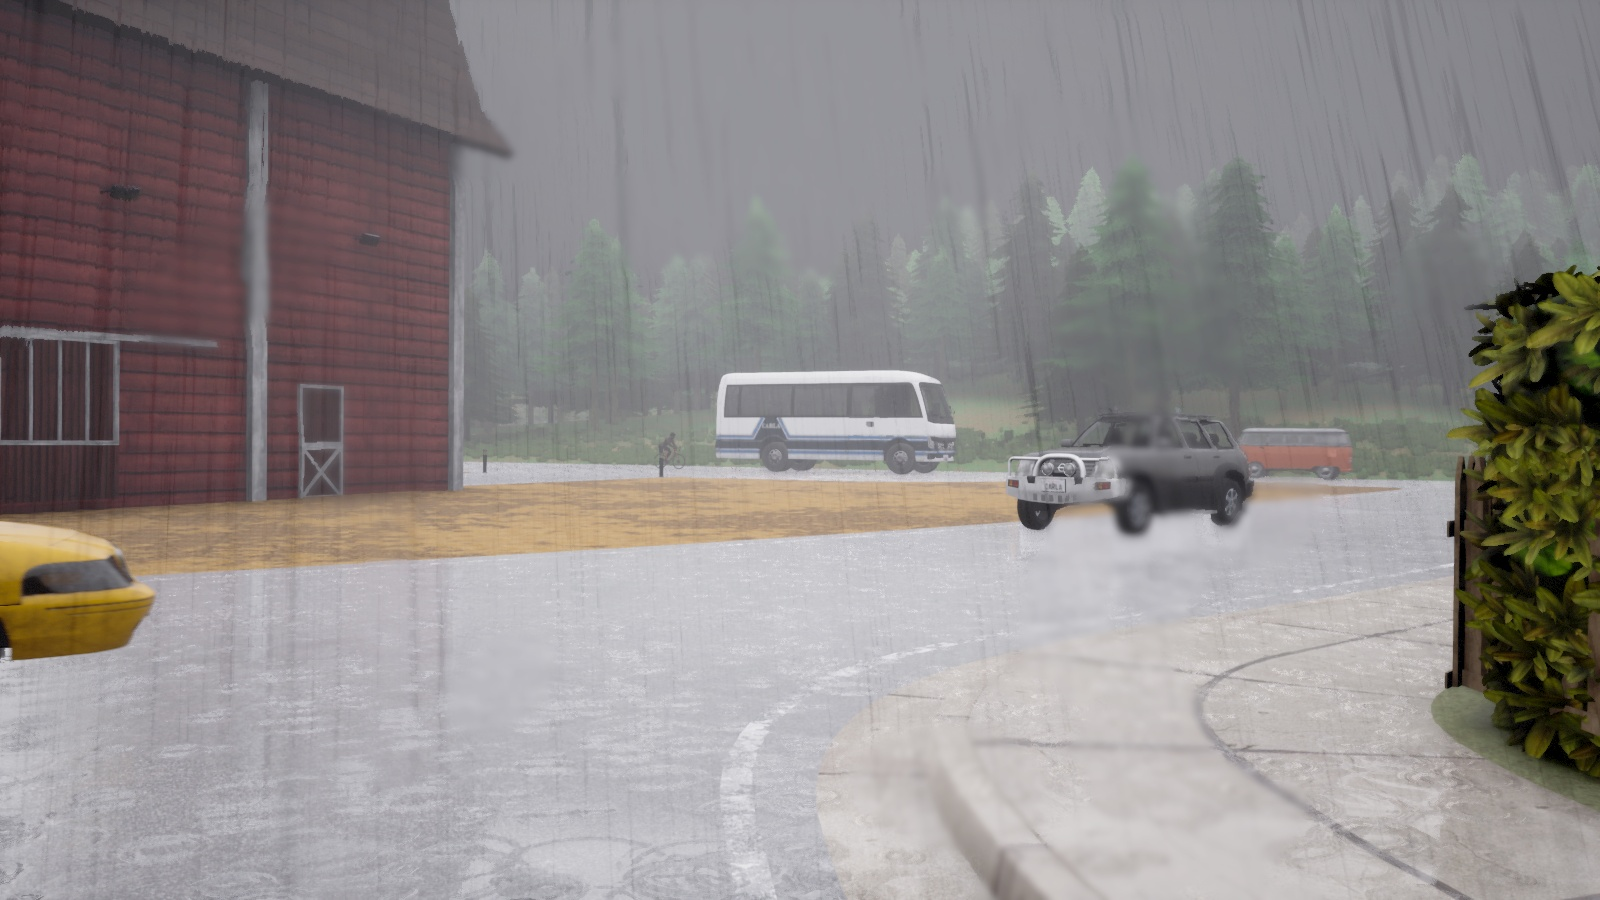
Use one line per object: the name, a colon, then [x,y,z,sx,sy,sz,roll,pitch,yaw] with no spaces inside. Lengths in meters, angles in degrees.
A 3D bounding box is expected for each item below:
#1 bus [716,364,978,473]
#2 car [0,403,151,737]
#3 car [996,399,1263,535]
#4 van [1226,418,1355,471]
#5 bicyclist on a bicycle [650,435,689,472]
bus: [1.927,-1.214,52.817,10.273,4.253,3.944,0,1,26]
car: [-5.983,0.597,5.518,5.366,1.575,1.801,-1,1,-34]
car: [5.197,0.201,19.418,1.932,1.855,4.605,0,1,45]
van: [18.921,-0.207,48.476,4.442,1.987,1.775,0,0,29]
bicyclist on a bicycle: [-5.874,0.157,56.603,1.656,1.620,0.582,0,1,26]
